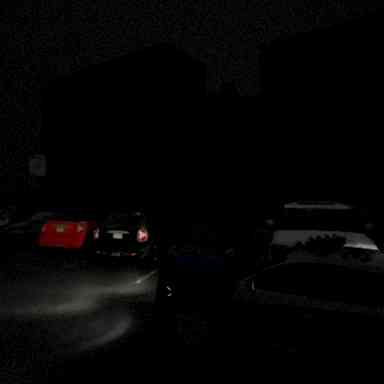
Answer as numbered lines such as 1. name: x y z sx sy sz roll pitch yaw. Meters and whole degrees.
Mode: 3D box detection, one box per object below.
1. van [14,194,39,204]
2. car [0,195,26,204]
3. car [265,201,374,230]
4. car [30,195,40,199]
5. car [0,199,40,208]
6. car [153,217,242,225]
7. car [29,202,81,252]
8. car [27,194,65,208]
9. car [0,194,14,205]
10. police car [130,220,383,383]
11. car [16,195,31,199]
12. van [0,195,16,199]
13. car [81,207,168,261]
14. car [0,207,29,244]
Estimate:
1. van: -34.789 1.513 69.927 4.442 1.987 1.878 -1 0 14
2. car: -36.400 1.598 67.415 4.553 1.767 2.185 -1 -1 14
3. car: 3.192 1.274 8.688 2.435 2.045 5.566 1 -1 16
4. car: -25.857 1.418 52.743 5.566 2.045 2.435 1 0 14
5. car: -8.979 1.409 17.511 2.185 1.767 4.553 1 -1 16
6. car: 0.755 1.555 10.438 2.163 1.488 4.792 1 -1 16
7. car: -4.131 1.403 13.947 2.185 1.767 4.553 0 -1 16
8. car: -24.195 1.433 55.192 5.566 2.045 2.435 1 0 14
9. car: -38.039 1.457 64.904 5.566 2.045 2.435 -1 -1 14
10. police car: 1.738 1.448 4.637 5.238 1.638 1.930 0 0 36
11. car: -27.518 1.684 50.283 4.792 1.488 2.163 1 0 14
12. van: -13.850 1.317 21.098 1.878 1.987 4.442 0 -1 16
13. car: -1.694 1.401 12.194 2.185 1.767 4.553 0 -1 16
14. car: -6.555 1.571 15.728 2.002 1.452 4.674 1 -1 16
